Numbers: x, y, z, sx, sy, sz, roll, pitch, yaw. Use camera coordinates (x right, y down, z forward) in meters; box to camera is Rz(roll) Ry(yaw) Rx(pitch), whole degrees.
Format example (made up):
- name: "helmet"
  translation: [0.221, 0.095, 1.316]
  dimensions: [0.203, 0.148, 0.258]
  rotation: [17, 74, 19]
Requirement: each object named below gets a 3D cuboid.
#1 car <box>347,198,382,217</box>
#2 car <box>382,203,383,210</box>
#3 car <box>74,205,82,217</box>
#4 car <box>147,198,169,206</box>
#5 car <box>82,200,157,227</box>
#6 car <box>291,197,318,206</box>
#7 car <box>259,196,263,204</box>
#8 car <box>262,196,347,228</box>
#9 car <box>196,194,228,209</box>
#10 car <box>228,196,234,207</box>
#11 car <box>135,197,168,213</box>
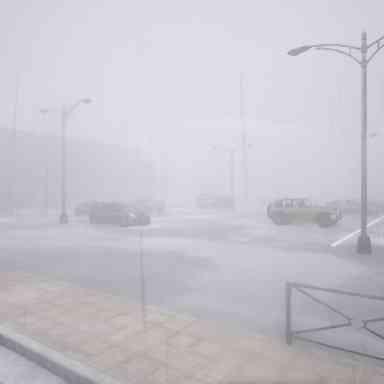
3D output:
- name: "car"
  translation: [15.124, 1.488, 31.589]
  dimensions: [4.514, 1.523, 2.007]
  rotation: [0, 0, 35]
- name: "car"
  translation: [20.939, 1.510, 39.716]
  dimensions: [3.633, 1.501, 1.845]
  rotation: [0, 0, 35]
- name: "car"
  translation: [-8.475, 1.422, 29.035]
  dimensions: [3.806, 1.475, 1.970]
  rotation: [0, 0, 35]
- name: "car"
  translation: [-6.441, 1.776, 62.994]
  dimensions: [1.994, 1.385, 4.181]
  rotation: [0, 0, 35]
- name: "car"
  translation: [-4.844, 1.488, 21.969]
  dimensions: [4.514, 1.523, 2.007]
  rotation: [0, 0, 35]
- name: "car"
  translation: [18.911, 1.574, 55.857]
  dimensions: [3.806, 1.475, 1.970]
  rotation: [0, 0, 35]
- name: "car"
  translation: [14.582, 1.564, 62.580]
  dimensions: [3.633, 1.501, 1.845]
  rotation: [0, 0, 35]
- name: "car"
  translation: [7.337, 1.287, 21.840]
  dimensions: [4.605, 1.855, 1.932]
  rotation: [0, 0, 35]
- name: "car"
  translation: [2.375, 1.267, 44.893]
  dimensions: [3.866, 1.878, 1.905]
  rotation: [0, 0, 35]
- name: "car"
  translation: [3.720, 1.287, 47.501]
  dimensions: [4.605, 1.855, 1.932]
  rotation: [0, 0, 35]
- name: "car"
  translation: [-5.026, 1.343, 34.456]
  dimensions: [5.027, 1.636, 2.152]
  rotation: [0, 0, 35]
